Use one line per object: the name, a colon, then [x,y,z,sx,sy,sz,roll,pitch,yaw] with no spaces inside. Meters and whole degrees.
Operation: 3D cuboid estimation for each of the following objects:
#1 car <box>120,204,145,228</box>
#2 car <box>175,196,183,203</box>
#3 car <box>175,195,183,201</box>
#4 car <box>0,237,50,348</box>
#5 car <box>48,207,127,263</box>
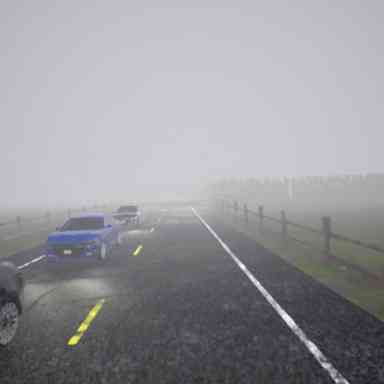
car: [-4.425,1.668,23.412,1.837,1.490,4.892,-2,0,-2]
car: [-3.011,1.783,78.165,1.895,1.301,4.718,-2,0,-2]
car: [-3.413,1.678,88.133,2.033,1.411,5.357,-2,0,-2]
car: [-3.644,1.617,3.619,2.128,1.511,4.902,-2,0,-2]
car: [-4.016,1.620,12.962,1.882,1.535,5.008,-2,0,-2]
